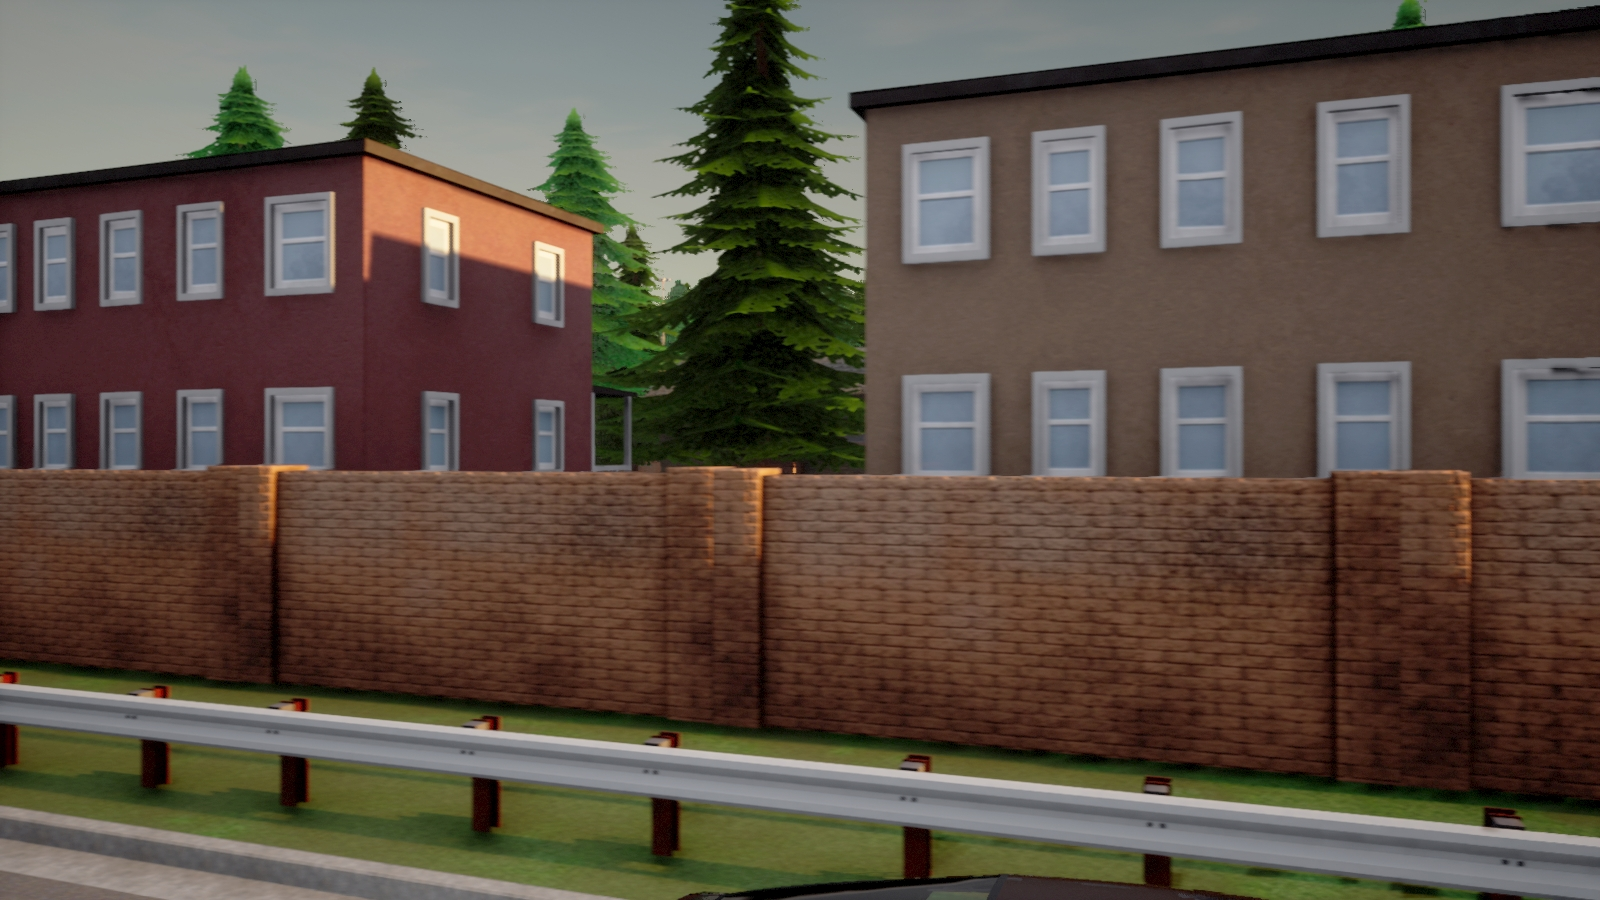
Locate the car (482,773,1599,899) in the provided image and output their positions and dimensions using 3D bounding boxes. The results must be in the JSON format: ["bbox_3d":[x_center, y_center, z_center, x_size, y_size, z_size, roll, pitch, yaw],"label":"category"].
[{"bbox_3d":[1.338,2.040,2.814,4.514,1.525,2.007,0,0,20],"label":"car"}]
